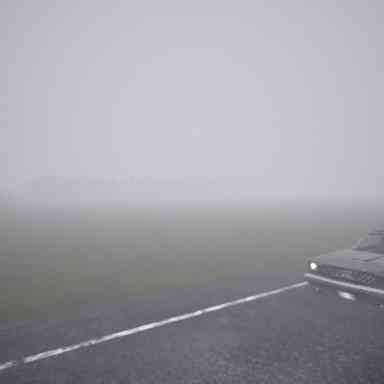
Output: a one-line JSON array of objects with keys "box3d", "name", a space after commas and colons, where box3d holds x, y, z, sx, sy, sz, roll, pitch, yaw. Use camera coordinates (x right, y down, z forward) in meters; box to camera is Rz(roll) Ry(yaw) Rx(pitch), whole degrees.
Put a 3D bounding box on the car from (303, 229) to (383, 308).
[{"box3d": [4.570, 1.536, 7.283, 4.718, 1.301, 1.895, -1, 0, -36], "name": "car"}]
